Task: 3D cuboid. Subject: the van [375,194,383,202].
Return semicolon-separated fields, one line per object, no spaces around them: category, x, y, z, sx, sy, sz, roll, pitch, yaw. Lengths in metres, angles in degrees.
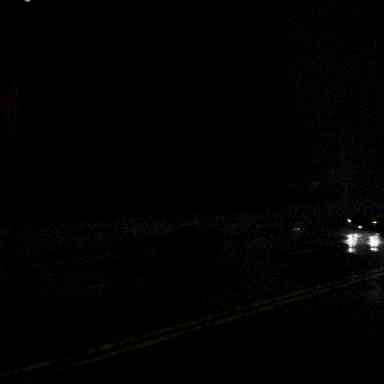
van;37.169;1.212;63.626;1.690;1.788;3.998;-1;1;-35

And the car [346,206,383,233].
car;11.390;1.529;19.799;5.357;1.411;2.033;0;0;-36

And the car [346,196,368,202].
car;33.892;1.423;68.229;1.802;1.307;4.206;-1;1;-35
